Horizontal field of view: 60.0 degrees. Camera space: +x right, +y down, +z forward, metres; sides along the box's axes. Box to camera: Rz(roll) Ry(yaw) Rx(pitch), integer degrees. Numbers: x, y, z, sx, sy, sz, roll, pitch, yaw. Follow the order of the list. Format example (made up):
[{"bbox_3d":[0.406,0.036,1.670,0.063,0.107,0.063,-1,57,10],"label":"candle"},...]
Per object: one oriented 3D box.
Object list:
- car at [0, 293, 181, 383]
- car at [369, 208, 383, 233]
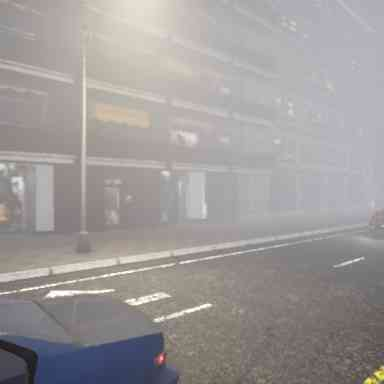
[{"bbox_3d":[-2.596,1.499,1.993,5.357,1.411,2.033,0,0,-40],"label":"car"},{"bbox_3d":[11.829,1.507,19.010,5.008,1.535,1.882,0,0,-42],"label":"car"}]
